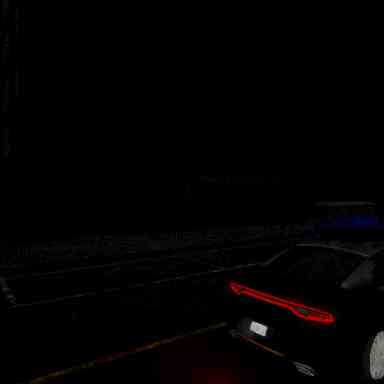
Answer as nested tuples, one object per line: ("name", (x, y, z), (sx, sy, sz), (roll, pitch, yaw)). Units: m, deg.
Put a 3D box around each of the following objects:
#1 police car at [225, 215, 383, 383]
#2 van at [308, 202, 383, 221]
("police car", (2.901, 1.425, 5.504), (5.238, 1.638, 1.930), (0, 0, -36))
("van", (7.074, 1.342, 15.444), (3.998, 1.788, 1.690), (0, 0, -36))
